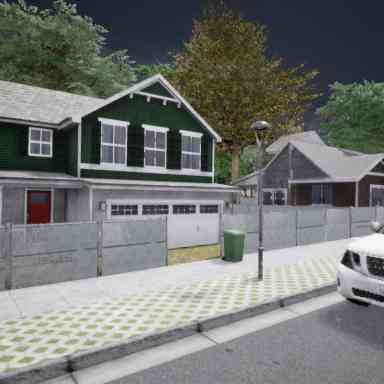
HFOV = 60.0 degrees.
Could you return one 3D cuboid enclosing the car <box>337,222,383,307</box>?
[{"bbox_3d":[5.335,1.223,6.894,5.566,2.045,2.150,0,0,-36],"label":"car"}]
